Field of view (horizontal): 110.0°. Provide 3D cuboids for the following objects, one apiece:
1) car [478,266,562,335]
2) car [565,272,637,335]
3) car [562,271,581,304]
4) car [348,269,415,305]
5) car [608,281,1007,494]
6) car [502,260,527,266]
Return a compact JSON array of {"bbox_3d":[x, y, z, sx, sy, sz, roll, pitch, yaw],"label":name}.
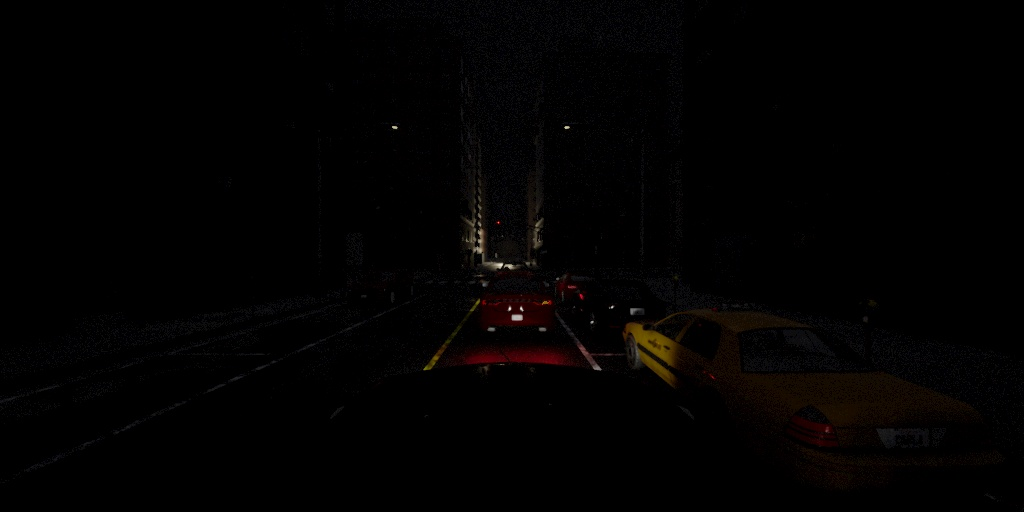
[{"bbox_3d":[0.118,1.225,10.488,1.882,1.535,5.008,0,0,0],"label":"car"},{"bbox_3d":[2.895,1.313,10.305,1.948,1.339,4.313,0,0,0],"label":"car"},{"bbox_3d":[2.910,1.327,15.891,1.802,1.307,4.207,0,0,0],"label":"car"},{"bbox_3d":[-5.636,1.291,15.911,1.888,1.381,4.507,0,0,0],"label":"car"},{"bbox_3d":[2.880,1.274,4.889,1.751,1.417,4.829,0,0,0],"label":"car"},{"bbox_3d":[0.145,1.096,20.817,2.097,1.767,4.553,0,0,0],"label":"car"}]
